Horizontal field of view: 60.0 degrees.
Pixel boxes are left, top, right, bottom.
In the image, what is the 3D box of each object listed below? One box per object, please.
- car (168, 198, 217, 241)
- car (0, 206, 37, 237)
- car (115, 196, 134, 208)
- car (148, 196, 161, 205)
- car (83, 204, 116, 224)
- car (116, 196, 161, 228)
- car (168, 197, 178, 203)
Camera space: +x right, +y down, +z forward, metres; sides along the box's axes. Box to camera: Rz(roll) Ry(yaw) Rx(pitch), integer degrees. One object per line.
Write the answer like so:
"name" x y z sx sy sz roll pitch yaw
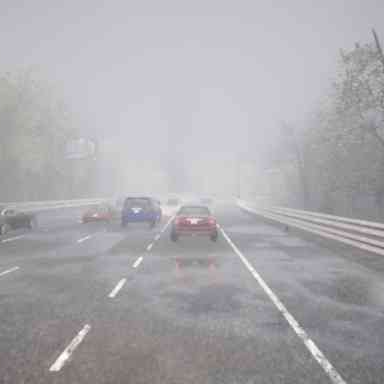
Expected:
"car" 0.106 1.393 17.182 2.097 1.767 4.553 0 0 0
"car" -10.403 1.536 18.431 2.128 1.511 4.902 0 0 0
"car" -10.407 1.476 51.616 2.097 1.767 4.553 0 0 0
"car" -6.909 1.628 62.486 1.882 1.535 5.008 0 0 0
"car" -6.903 1.626 25.772 1.994 1.385 4.181 0 0 0
"car" -3.401 1.278 23.013 2.150 2.045 5.566 0 0 0
"car" -3.408 1.629 62.875 1.882 1.535 5.008 0 0 0
